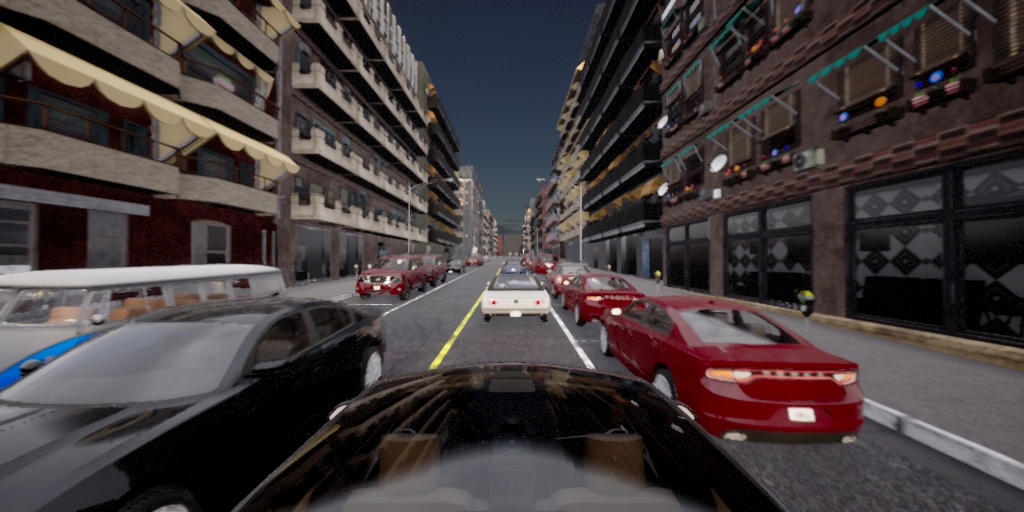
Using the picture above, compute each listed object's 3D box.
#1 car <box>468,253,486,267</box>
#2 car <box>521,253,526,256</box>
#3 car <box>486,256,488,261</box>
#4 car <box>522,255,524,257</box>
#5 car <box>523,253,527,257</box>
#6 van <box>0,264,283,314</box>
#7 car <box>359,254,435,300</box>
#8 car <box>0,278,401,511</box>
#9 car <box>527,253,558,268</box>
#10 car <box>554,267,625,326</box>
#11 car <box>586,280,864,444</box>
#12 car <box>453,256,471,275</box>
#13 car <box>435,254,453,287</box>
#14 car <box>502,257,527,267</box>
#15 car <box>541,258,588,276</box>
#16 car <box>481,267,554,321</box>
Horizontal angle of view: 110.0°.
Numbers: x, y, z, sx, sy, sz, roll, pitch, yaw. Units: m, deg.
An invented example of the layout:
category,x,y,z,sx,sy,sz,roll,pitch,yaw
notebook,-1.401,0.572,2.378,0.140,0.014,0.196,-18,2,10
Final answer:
category,x,y,z,sx,sy,sz,roll,pitch,yaw
car,-5.276,0.519,49.737,2.192,1.841,5.009,0,0,0
car,2.581,0.415,60.738,2.192,1.841,5.009,0,0,0
car,-5.272,0.695,55.268,1.888,1.381,4.507,0,0,0
car,2.572,0.788,49.676,1.802,1.307,4.207,0,0,0
car,2.563,0.761,38.614,1.967,1.591,4.097,0,0,0
van,-5.312,1.043,5.499,1.690,1.789,3.998,0,0,0
car,-5.303,0.883,16.558,2.192,1.841,5.009,0,0,0
car,-2.846,1.205,3.504,1.882,1.535,5.008,0,1,0
car,2.554,0.757,27.552,2.192,1.841,5.009,0,0,0
car,2.575,1.182,10.960,1.888,1.381,4.507,0,0,0
car,2.571,1.250,5.431,1.888,1.381,4.507,0,0,0
car,-5.289,0.944,33.149,1.948,1.339,4.313,0,0,0
car,-5.298,0.818,22.088,2.192,1.841,5.009,0,0,0
car,0.123,0.990,28.940,1.994,1.385,4.181,0,1,0
car,2.587,1.011,16.492,1.967,1.591,4.097,0,0,0
car,0.108,1.228,11.752,1.895,1.301,4.718,0,1,0
